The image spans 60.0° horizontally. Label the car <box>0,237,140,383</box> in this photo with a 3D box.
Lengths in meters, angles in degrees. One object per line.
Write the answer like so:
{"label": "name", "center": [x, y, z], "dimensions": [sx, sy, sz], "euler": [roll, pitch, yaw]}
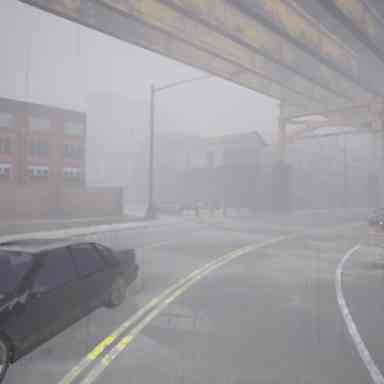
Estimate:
{"label": "car", "center": [-2.607, 1.507, 5.364], "dimensions": [2.033, 1.411, 5.357], "euler": [1, 0, 14]}

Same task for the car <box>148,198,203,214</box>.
{"label": "car", "center": [-1.801, 1.401, 33.191], "dimensions": [4.974, 1.542, 2.038], "euler": [1, 0, 16]}

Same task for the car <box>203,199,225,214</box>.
{"label": "car", "center": [1.880, 1.451, 33.800], "dimensions": [2.038, 1.542, 4.974], "euler": [1, 0, -14]}

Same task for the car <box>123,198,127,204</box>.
{"label": "car", "center": [-12.467, 1.240, 50.230], "dimensions": [4.974, 1.542, 2.038], "euler": [1, 0, 11]}

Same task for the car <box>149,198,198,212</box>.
{"label": "car", "center": [-1.849, 1.242, 33.205], "dimensions": [4.536, 1.218, 1.853], "euler": [1, 0, 16]}

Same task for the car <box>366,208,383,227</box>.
{"label": "car", "center": [14.076, 1.775, 23.483], "dimensions": [4.718, 1.301, 1.895], "euler": [1, 0, -44]}

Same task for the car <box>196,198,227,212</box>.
{"label": "car", "center": [1.869, 1.293, 33.850], "dimensions": [1.853, 1.218, 4.536], "euler": [1, 0, -14]}
